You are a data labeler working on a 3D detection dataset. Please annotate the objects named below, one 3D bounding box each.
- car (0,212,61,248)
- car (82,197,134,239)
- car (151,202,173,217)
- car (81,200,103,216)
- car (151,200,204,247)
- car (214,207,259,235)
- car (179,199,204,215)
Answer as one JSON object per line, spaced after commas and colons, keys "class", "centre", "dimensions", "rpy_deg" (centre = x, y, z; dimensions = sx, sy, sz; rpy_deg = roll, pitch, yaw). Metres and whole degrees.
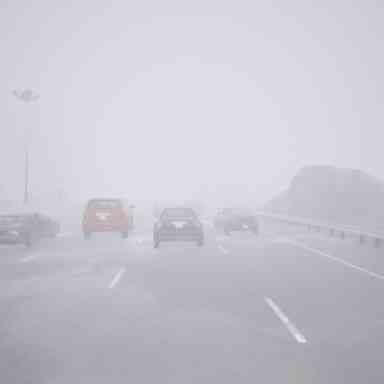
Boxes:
{"class": "car", "centre": [-7.634, 1.614, 15.108], "dimensions": [2.033, 1.411, 5.357], "rpy_deg": [0, 0, -5]}
{"class": "car", "centre": [-4.430, 1.293, 18.165], "dimensions": [2.150, 2.045, 5.566], "rpy_deg": [0, 0, -6]}
{"class": "car", "centre": [-3.139, 1.721, 33.898], "dimensions": [1.895, 1.301, 4.718], "rpy_deg": [0, 0, -10]}
{"class": "car", "centre": [-10.660, 1.647, 35.852], "dimensions": [1.837, 1.490, 4.892], "rpy_deg": [0, 0, -11]}
{"class": "car", "centre": [-0.704, 1.406, 15.614], "dimensions": [2.097, 1.767, 4.553], "rpy_deg": [0, 0, -5]}
{"class": "car", "centre": [2.483, 1.585, 19.128], "dimensions": [1.812, 1.442, 4.674], "rpy_deg": [0, 0, -6]}
{"class": "car", "centre": [-0.134, 1.601, 36.728], "dimensions": [1.882, 1.535, 5.008], "rpy_deg": [0, 0, -11]}
